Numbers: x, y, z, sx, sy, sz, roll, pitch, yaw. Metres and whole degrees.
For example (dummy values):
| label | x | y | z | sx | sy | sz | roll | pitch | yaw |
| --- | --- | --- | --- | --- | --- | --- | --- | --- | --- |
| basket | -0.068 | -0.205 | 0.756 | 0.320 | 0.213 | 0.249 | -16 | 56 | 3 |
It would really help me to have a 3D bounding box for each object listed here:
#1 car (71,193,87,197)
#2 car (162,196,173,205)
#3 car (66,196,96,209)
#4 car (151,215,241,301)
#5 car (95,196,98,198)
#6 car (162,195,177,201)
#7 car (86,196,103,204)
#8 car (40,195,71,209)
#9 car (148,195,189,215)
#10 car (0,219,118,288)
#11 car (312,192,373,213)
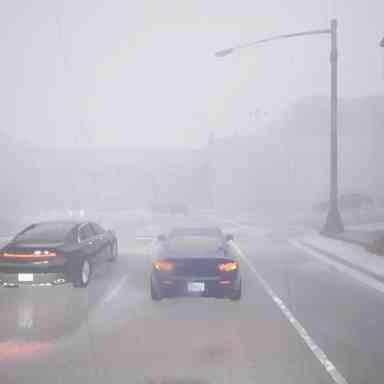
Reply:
| label | x | y | z | sx | sy | sz | roll | pitch | yaw |
| --- | --- | --- | --- | --- | --- | --- | --- | --- | --- |
| car | -18.404 | 1.221 | 53.492 | 2.150 | 2.045 | 5.566 | 0 | 0 | -1 |
| car | -4.387 | 1.526 | 60.351 | 1.812 | 1.442 | 4.674 | 0 | 0 | -1 |
| car | -14.697 | 1.601 | 44.306 | 1.895 | 1.301 | 4.718 | 0 | 0 | -1 |
| car | 0.091 | 1.526 | 8.230 | 1.812 | 1.442 | 4.674 | 0 | 0 | 0 |
| car | -14.909 | 1.478 | 53.702 | 1.882 | 1.535 | 5.008 | 0 | 0 | -1 |
| car | -5.785 | 1.553 | 85.284 | 1.994 | 1.385 | 4.181 | 0 | 0 | 24 |
| car | -18.587 | 1.505 | 63.641 | 1.837 | 1.490 | 4.892 | 0 | 0 | -1 |
| car | -18.188 | 1.352 | 43.941 | 2.097 | 1.767 | 4.553 | 0 | 0 | -1 |
| car | -2.362 | 1.351 | 32.439 | 2.097 | 1.767 | 4.553 | 1 | 0 | -41 |
| car | -3.399 | 1.505 | 9.243 | 1.837 | 1.490 | 4.892 | 0 | 0 | 0 |
| car | 12.742 | 0.875 | 28.392 | 4.892 | 1.490 | 1.837 | -7 | 0 | 0 |
